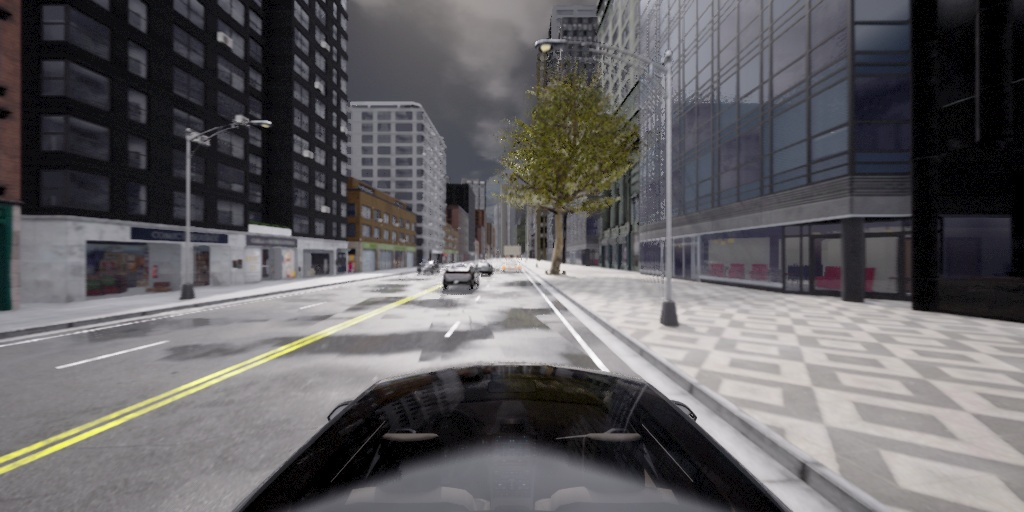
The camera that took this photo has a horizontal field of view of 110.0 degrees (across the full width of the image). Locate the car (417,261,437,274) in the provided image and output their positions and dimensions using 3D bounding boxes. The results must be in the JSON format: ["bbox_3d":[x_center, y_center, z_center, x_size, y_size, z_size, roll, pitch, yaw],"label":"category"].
[{"bbox_3d":[-9.843,1.318,42.330,2.128,1.511,4.902,0,0,0],"label":"car"}]

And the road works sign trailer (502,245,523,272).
[{"bbox_3d":[-0.010,0.303,47.293,2.380,3.560,2.880,0,0,0],"label":"road works sign trailer"}]

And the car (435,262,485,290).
[{"bbox_3d":[-3.155,1.280,22.787,2.128,1.511,4.902,0,0,0],"label":"car"}]

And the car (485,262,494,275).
[{"bbox_3d":[-3.158,1.387,40.475,1.994,1.385,4.181,0,0,0],"label":"car"}]
